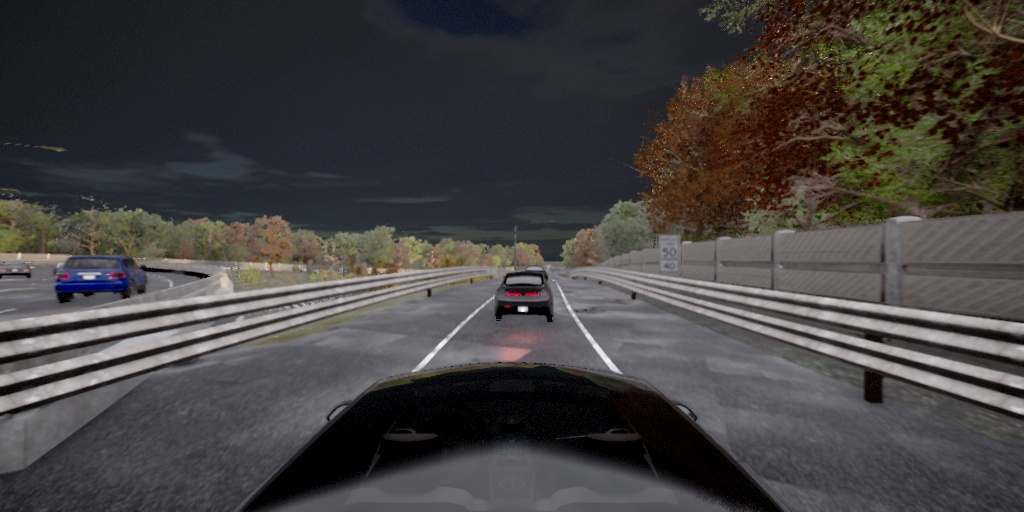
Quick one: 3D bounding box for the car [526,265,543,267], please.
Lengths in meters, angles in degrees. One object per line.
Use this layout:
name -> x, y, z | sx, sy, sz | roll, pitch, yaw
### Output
car -> 1.813, 1.474, 28.550 | 1.882, 1.535, 5.008 | 0, -1, 5

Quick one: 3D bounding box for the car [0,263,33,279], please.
car -> -45.847, 1.328, 33.084 | 5.357, 1.411, 2.033 | 0, 0, 36

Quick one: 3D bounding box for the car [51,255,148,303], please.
car -> -19.377, 0.995, 17.170 | 2.150, 2.045, 5.566 | 1, 0, -38

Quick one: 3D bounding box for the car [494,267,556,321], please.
car -> 0.474, 1.308, 12.782 | 1.837, 1.490, 4.892 | 0, 0, 4
